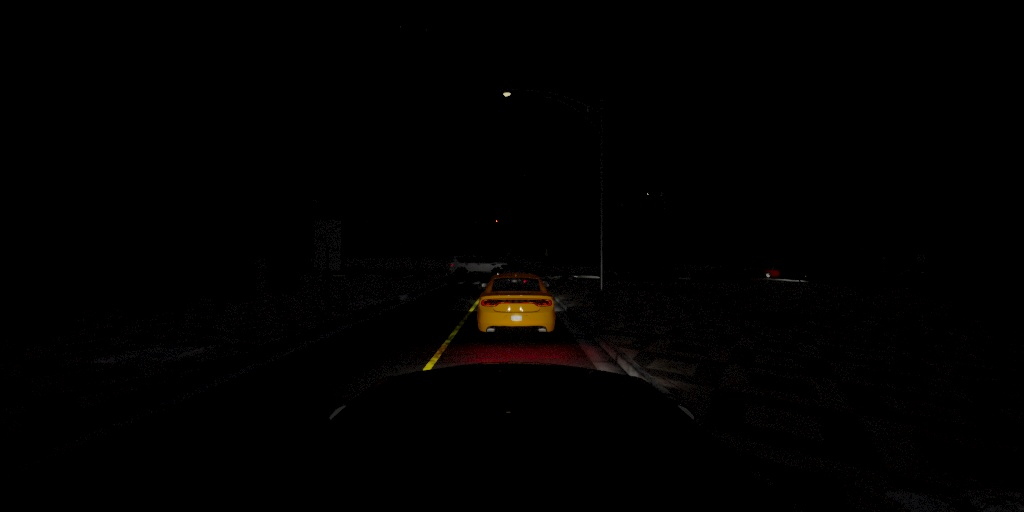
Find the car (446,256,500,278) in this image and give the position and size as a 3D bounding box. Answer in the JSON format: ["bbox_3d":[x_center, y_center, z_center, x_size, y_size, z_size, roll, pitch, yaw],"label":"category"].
[{"bbox_3d":[-3.059,0.972,33.654,5.566,2.045,2.150,0,0,0],"label":"car"}]

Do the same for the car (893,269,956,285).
[{"bbox_3d":[34.714,1.861,30.970,4.507,1.381,1.888,0,0,0],"label":"car"}]

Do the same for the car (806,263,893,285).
[{"bbox_3d":[29.070,1.538,30.974,5.009,1.841,2.192,0,0,0],"label":"car"}]

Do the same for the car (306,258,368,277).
[{"bbox_3d":[-14.767,1.115,30.905,4.403,1.370,2.007,0,0,0],"label":"car"}]

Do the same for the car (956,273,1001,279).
[{"bbox_3d":[40.364,1.993,30.967,4.207,1.307,1.802,0,0,0],"label":"car"}]

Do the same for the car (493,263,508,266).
[{"bbox_3d":[0.110,1.296,20.257,2.033,1.411,5.357,0,0,0],"label":"car"}]

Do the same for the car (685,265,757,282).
[{"bbox_3d":[17.953,1.568,30.981,4.829,1.417,1.751,0,0,0],"label":"car"}]

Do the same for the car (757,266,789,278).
[{"bbox_3d":[29.083,1.763,39.499,4.507,1.381,1.888,0,0,0],"label":"car"}]

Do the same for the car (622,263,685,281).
[{"bbox_3d":[12.141,1.522,30.985,4.313,1.339,1.948,0,0,0],"label":"car"}]

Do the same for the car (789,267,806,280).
[{"bbox_3d":[31.882,1.770,36.821,4.892,1.490,1.837,1,0,0],"label":"car"}]

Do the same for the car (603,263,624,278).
[{"bbox_3d":[11.899,1.454,36.843,4.892,1.490,1.837,1,0,0],"label":"car"}]

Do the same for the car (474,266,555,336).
[{"bbox_3d":[0.103,1.227,10.430,1.882,1.535,5.008,0,0,0],"label":"car"}]

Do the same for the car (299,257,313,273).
[{"bbox_3d":[-19.278,0.851,33.666,4.553,1.767,2.097,1,0,0],"label":"car"}]

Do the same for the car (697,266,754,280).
[{"bbox_3d":[21.817,1.704,36.836,4.718,1.301,1.895,1,0,0],"label":"car"}]
